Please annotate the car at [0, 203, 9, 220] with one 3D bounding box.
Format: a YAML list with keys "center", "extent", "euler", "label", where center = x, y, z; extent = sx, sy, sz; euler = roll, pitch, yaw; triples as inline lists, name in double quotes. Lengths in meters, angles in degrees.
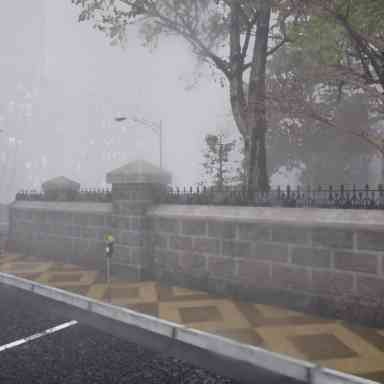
- center: [-16.402, 1.694, 27.437]
  extent: [1.837, 1.490, 4.892]
  euler: [0, -1, 35]
  label: "car"
